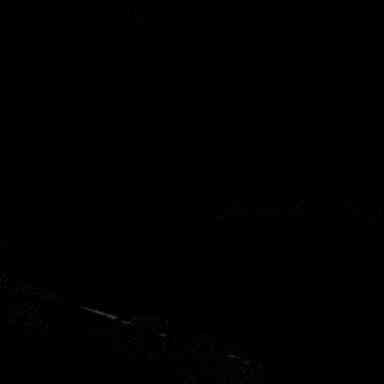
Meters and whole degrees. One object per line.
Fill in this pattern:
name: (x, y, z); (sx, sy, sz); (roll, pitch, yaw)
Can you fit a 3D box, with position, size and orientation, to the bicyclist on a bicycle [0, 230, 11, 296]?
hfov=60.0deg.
bicyclist on a bicycle: (-4.644, 1.551, 7.822); (1.656, 1.620, 0.582); (-1, -1, 38)
